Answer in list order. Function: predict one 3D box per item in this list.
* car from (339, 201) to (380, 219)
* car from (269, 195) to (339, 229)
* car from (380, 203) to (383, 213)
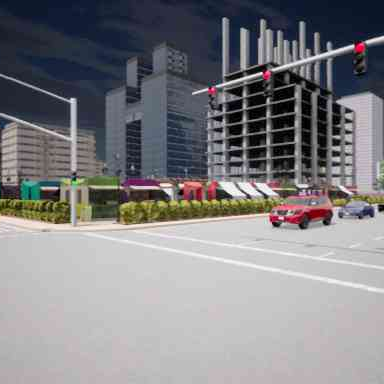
[{"bbox_3d":[14.304,1.514,28.779,4.674,1.442,1.812,0,0,-45],"label":"car"},{"bbox_3d":[7.318,1.219,21.895,5.566,2.045,2.150,0,0,-45],"label":"car"},{"bbox_3d":[21.780,1.579,36.143,4.718,1.301,1.895,0,0,-45],"label":"car"}]
